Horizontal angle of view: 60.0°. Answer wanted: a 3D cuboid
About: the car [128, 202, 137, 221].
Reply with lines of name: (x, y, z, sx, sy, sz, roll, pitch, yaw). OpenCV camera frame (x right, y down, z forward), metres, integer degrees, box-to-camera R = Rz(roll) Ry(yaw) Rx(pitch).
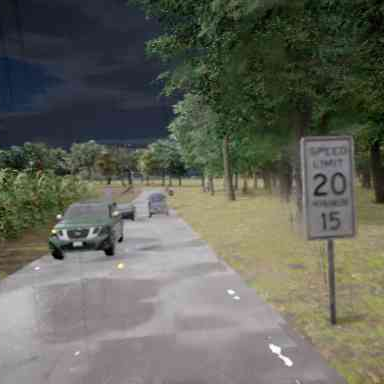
car: (-5.740, 1.618, 28.138, 1.882, 1.535, 5.008, -3, 0, -6)

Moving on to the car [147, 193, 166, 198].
car: (-4.396, 1.155, 42.078, 2.150, 2.045, 5.566, -3, 1, -6)

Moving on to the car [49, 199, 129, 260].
car: (-4.187, 1.401, 14.051, 2.150, 2.045, 5.566, -3, 1, -6)

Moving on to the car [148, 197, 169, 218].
car: (-3.115, 1.524, 31.024, 2.033, 1.411, 5.357, -3, 1, -7)
